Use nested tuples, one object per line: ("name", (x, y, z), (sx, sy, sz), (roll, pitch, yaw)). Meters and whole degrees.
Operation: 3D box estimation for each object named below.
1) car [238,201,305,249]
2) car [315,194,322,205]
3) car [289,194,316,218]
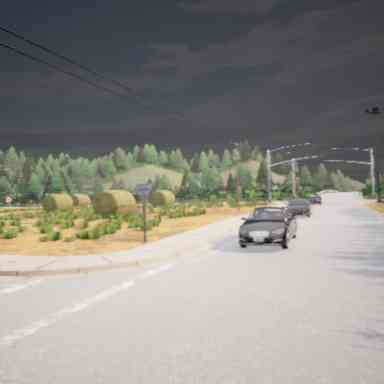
("car", (3.293, 1.373, 14.036), (2.128, 1.511, 4.902), (-2, 0, 23))
("car", (15.952, 0.976, 43.715), (1.994, 1.385, 4.181), (-2, 0, 24))
("car", (8.467, 1.189, 26.354), (1.837, 1.490, 4.892), (-2, 0, 23))
